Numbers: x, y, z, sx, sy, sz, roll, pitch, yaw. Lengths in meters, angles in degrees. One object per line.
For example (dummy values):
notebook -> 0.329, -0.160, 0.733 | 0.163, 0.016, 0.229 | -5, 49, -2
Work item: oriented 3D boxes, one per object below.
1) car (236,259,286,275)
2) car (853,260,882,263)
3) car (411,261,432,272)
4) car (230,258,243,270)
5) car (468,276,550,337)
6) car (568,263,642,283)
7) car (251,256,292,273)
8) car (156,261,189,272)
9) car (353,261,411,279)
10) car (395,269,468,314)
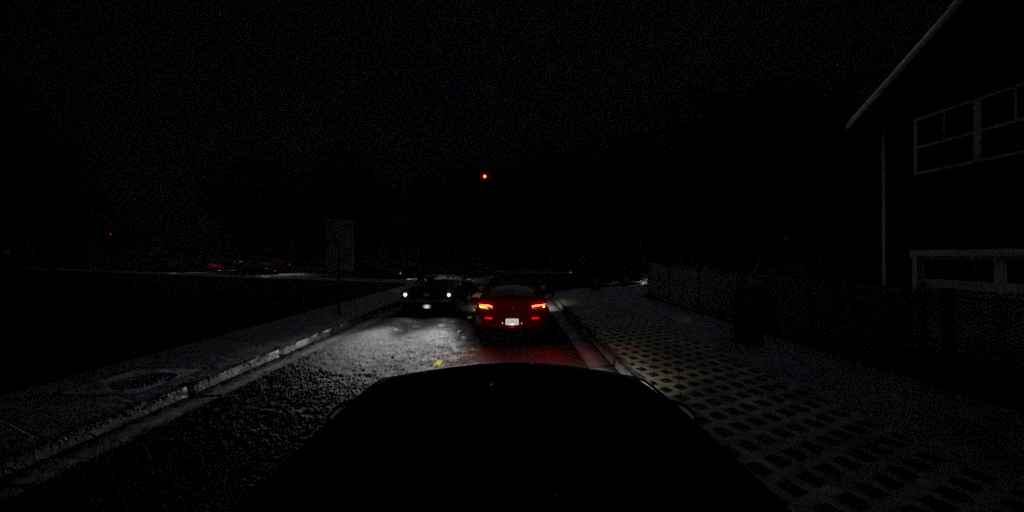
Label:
car -> -26.927, 1.288, 38.467 | 4.674, 1.442, 1.812 | 0, 0, 23
car -> 24.436, 1.176, 23.604 | 5.008, 1.535, 1.882 | 0, 0, 23
car -> -10.057, 1.232, 34.722 | 5.008, 1.535, 1.882 | 1, 0, 25
car -> -36.423, 1.356, 49.801 | 4.181, 1.385, 1.994 | 0, 0, 24
car -> 0.006, 1.276, 10.166 | 1.812, 1.442, 4.674 | 0, 0, 0
car -> 7.051, 1.274, 27.348 | 5.357, 1.411, 2.033 | 0, 0, 23
car -> -28.999, 0.998, 42.904 | 5.566, 2.045, 2.150 | 0, 0, 23
car -> -43.221, 1.333, 45.598 | 4.674, 1.442, 1.812 | 0, 0, 23
car -> -11.902, 1.235, 31.982 | 4.902, 1.511, 2.128 | 0, 0, 23
car -> -2.734, 1.351, 13.919 | 1.895, 1.301, 4.718 | 0, 0, 1
